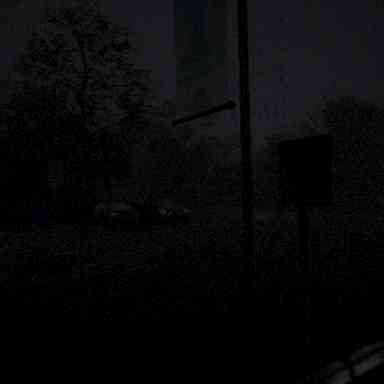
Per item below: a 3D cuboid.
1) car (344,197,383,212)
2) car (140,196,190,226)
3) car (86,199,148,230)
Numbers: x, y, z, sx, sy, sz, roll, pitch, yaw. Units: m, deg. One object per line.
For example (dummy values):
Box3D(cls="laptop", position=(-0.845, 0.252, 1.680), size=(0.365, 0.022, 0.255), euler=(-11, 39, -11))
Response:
Box3D(cls="car", position=(18.150, 1.278, 34.501), size=(2.002, 1.452, 4.674), euler=(0, 1, -34))
Box3D(cls="car", position=(-2.037, 1.079, 20.911), size=(2.185, 1.767, 4.553), euler=(0, 1, -34))
Box3D(cls="car", position=(-4.625, 1.243, 19.079), size=(2.002, 1.452, 4.674), euler=(0, 1, -34))
